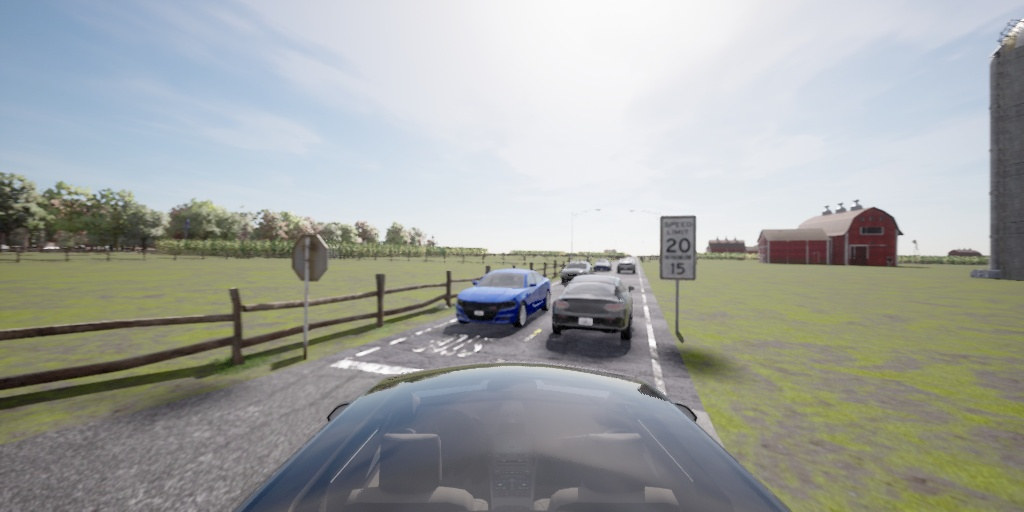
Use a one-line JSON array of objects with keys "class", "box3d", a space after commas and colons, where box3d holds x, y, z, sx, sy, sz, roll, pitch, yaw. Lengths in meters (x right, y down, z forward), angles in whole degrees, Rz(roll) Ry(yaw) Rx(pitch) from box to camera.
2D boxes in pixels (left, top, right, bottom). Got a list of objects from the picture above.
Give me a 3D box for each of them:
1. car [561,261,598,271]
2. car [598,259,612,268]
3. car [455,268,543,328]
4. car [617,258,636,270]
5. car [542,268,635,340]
[{"class": "car", "box3d": [4.734, 1.134, 25.563, 1.837, 1.490, 4.892, 0, 1, 19]}, {"class": "car", "box3d": [11.234, 1.110, 44.084, 2.033, 1.411, 5.357, 0, 0, 19]}, {"class": "car", "box3d": [-0.062, 1.168, 11.563, 1.882, 1.535, 5.008, 0, 1, 18]}, {"class": "car", "box3d": [12.550, 1.078, 39.309, 2.128, 1.511, 4.902, 0, 0, 20]}, {"class": "car", "box3d": [2.338, 1.237, 9.910, 1.812, 1.442, 4.674, 0, 0, 19]}]
